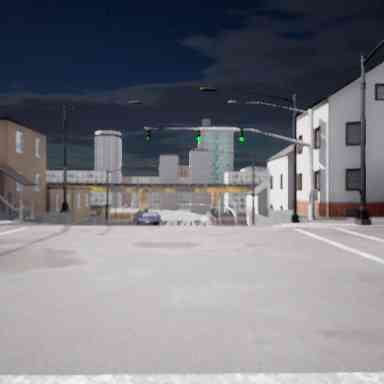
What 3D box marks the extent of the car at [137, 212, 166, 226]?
[{"bbox_3d":[-3.567,2.451,29.039,1.812,1.442,4.674,0,-8,0],"label":"car"}]
